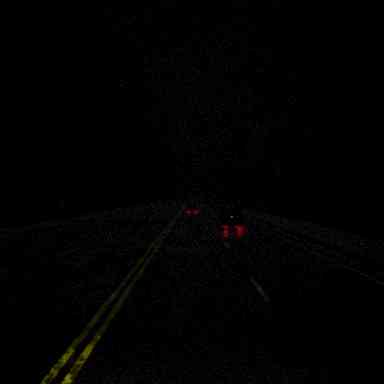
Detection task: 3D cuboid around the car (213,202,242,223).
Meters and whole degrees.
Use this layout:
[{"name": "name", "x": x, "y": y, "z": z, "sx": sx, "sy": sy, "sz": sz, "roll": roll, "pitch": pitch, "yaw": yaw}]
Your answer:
[{"name": "car", "x": 3.250, "y": 1.834, "z": 29.327, "sx": 2.128, "sy": 1.511, "sz": 4.902, "roll": 0, "pitch": -1, "yaw": 1}]

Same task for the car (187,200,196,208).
[{"name": "car", "x": -0.087, "y": 2.417, "z": 68.508, "sx": 1.837, "sy": 1.490, "sz": 4.892, "roll": 0, "pitch": -1, "yaw": 0}]

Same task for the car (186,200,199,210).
[{"name": "car", "x": 0.032, "y": 2.167, "z": 53.564, "sx": 2.128, "sy": 1.511, "sz": 4.902, "roll": 0, "pitch": -1, "yaw": 0}]

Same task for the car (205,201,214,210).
[{"name": "car", "x": 3.181, "y": 2.253, "z": 55.487, "sx": 2.033, "sy": 1.411, "sz": 5.357, "roll": 0, "pitch": -1, "yaw": 0}]
